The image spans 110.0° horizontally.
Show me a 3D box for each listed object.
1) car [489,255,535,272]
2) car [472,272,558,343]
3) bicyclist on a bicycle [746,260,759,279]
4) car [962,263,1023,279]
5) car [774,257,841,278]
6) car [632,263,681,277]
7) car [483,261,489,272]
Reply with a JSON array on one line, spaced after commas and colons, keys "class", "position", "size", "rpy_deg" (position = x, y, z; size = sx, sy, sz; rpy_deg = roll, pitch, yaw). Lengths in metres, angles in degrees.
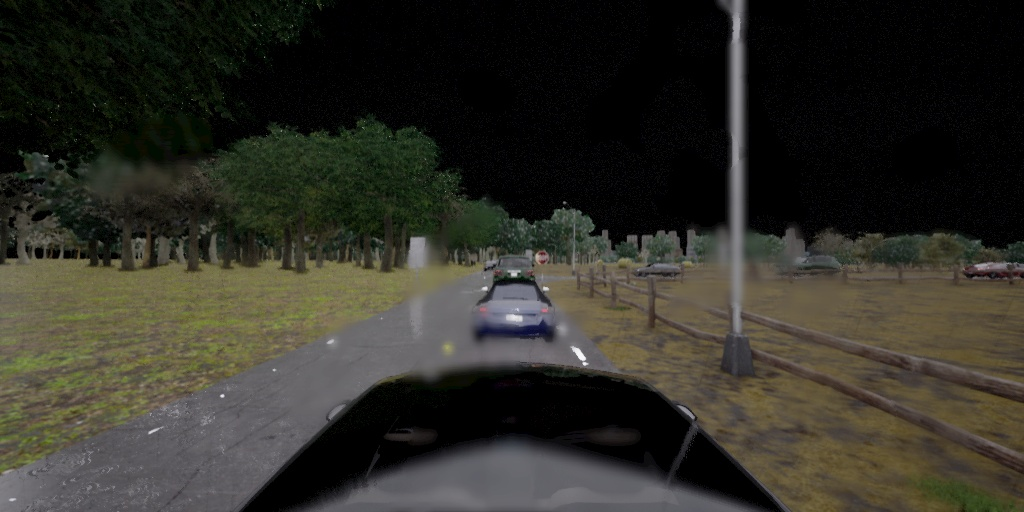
[{"class": "car", "position": [0.102, 0.987, 20.050], "size": [2.150, 2.045, 5.566], "rpy_deg": [0, 0, 0]}, {"class": "car", "position": [0.089, 1.316, 9.722], "size": [1.994, 1.385, 4.181], "rpy_deg": [0, 0, 1]}, {"class": "bicyclist on a bicycle", "position": [19.914, 1.176, 29.690], "size": [0.582, 1.620, 1.656], "rpy_deg": [0, 0, 0]}, {"class": "car", "position": [44.235, 1.342, 32.833], "size": [4.674, 1.442, 1.812], "rpy_deg": [0, -2, 0]}, {"class": "car", "position": [29.367, 1.097, 35.702], "size": [5.566, 2.045, 2.150], "rpy_deg": [0, -2, 0]}, {"class": "car", "position": [14.296, 1.380, 35.635], "size": [4.674, 1.442, 1.812], "rpy_deg": [0, -2, -1]}, {"class": "car", "position": [-2.836, 1.356, 49.223], "size": [1.837, 1.490, 4.892], "rpy_deg": [0, 0, 0]}]
